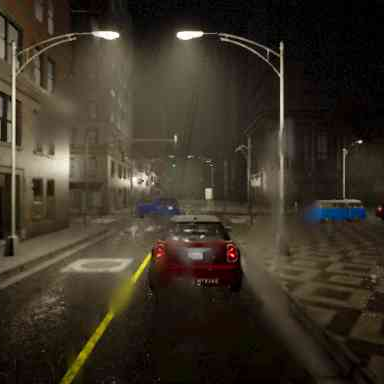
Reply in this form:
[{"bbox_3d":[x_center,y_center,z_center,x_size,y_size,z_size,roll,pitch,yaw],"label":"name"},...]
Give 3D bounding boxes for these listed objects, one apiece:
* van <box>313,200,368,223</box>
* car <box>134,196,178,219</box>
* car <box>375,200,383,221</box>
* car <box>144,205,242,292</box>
[{"bbox_3d":[11.646,1.550,26.330,3.998,1.788,1.690,0,0,-1],"label":"van"},{"bbox_3d":[-3.092,1.413,28.871,2.150,2.045,5.566,2,-1,-30],"label":"car"},{"bbox_3d":[17.286,1.523,26.434,5.009,1.841,2.192,0,0,-1],"label":"car"},{"bbox_3d":[0.073,1.414,9.296,2.097,1.767,4.553,0,0,0],"label":"car"}]
